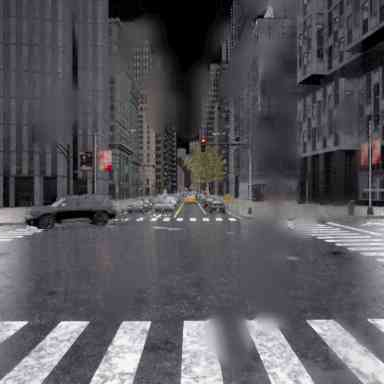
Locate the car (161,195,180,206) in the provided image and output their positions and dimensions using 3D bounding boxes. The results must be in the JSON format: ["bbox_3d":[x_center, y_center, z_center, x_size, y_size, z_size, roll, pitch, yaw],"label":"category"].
[{"bbox_3d":[-3.291,1.536,51.266,1.812,1.442,4.674,0,0,0],"label":"car"}]

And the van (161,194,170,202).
[{"bbox_3d":[-6.129,1.368,77.527,1.690,1.788,3.998,0,0,0],"label":"van"}]

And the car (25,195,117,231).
[{"bbox_3d":[-7.714,1.258,21.600,5.566,2.045,2.150,-1,1,-33],"label":"car"}]

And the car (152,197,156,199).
[{"bbox_3d":[-5.895,1.557,41.303,2.008,1.369,4.403,0,0,0],"label":"car"}]

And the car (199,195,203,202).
[{"bbox_3d":[2.557,1.562,52.695,2.008,1.369,4.403,0,0,0],"label":"car"}]

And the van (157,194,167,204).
[{"bbox_3d":[-6.059,1.360,66.700,1.690,1.788,3.998,0,0,0],"label":"van"}]

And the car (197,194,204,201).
[{"bbox_3d":[2.493,1.567,62.567,2.008,1.369,4.403,0,0,0],"label":"car"}]

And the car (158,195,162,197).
[{"bbox_3d":[-5.989,1.578,55.874,1.947,1.339,4.313,0,0,0],"label":"car"}]

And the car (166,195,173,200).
[{"bbox_3d":[-6.233,1.624,93.766,1.802,1.307,4.206,0,0,0],"label":"car"}]

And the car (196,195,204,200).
[{"bbox_3d":[2.288,1.593,94.300,2.008,1.369,4.403,0,0,0],"label":"car"}]

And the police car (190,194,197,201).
[{"bbox_3d":[0.452,1.463,90.537,1.930,1.638,5.238,0,0,0],"label":"police car"}]

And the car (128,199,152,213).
[{"bbox_3d":[-5.863,1.556,36.311,2.008,1.369,4.403,0,0,0],"label":"car"}]

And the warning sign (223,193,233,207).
[{"bbox_3d":[4.912,1.123,45.453,1.300,1.860,1.060,0,0,0],"label":"warning sign"}]

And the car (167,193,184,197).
[{"bbox_3d":[-3.321,1.510,65.878,2.128,1.511,4.902,0,0,0],"label":"car"}]

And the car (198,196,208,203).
[{"bbox_3d":[2.425,1.589,73.146,1.947,1.339,4.313,0,0,0],"label":"car"}]

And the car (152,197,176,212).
[{"bbox_3d":[-3.213,1.607,38.777,1.895,1.301,4.718,0,0,0],"label":"car"}]

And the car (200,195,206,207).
[{"bbox_3d":[2.592,1.553,47.251,1.887,1.381,4.507,0,0,0],"label":"car"}]

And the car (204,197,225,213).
[{"bbox_3d":[2.662,1.556,36.362,2.008,1.369,4.403,0,0,0],"label":"car"}]

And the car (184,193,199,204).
[{"bbox_3d":[-0.180,1.495,64.392,1.882,1.535,5.008,0,0,-1],"label":"car"}]

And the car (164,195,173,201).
[{"bbox_3d":[-6.199,1.587,88.353,2.008,1.369,4.403,0,0,0],"label":"car"}]

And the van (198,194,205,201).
[{"bbox_3d":[2.356,1.373,83.723,1.690,1.788,3.998,0,0,0],"label":"van"}]
